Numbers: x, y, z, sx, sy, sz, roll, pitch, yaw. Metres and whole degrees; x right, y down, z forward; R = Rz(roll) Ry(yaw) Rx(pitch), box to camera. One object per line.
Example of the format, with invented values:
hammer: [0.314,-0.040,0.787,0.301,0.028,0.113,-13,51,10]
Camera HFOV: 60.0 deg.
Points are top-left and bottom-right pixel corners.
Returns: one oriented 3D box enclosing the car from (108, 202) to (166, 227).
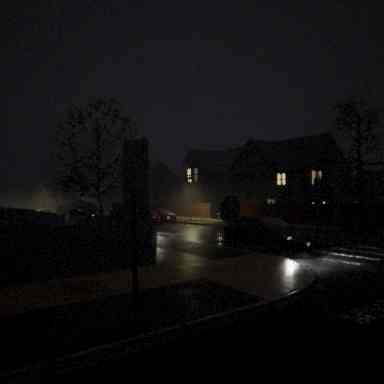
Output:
car: [-4.605,1.761,25.707,2.150,2.045,5.566,-1,-1,-35]

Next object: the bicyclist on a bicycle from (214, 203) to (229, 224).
bicyclist on a bicycle: [2.358,1.659,26.031,1.656,1.620,0.582,-1,0,-36]

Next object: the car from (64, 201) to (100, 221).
car: [-11.367,2.034,35.163,2.150,2.045,5.566,-1,-1,-35]

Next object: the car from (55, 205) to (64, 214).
car: [-20.164,2.750,52.500,1.812,1.442,4.674,-1,-1,-36]

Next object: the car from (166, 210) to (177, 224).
car: [-3.091,2.092,28.663,1.994,1.385,4.181,-1,-1,-36]

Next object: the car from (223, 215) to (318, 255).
car: [3.186,1.743,14.567,1.812,1.442,4.674,-1,-1,-32]
